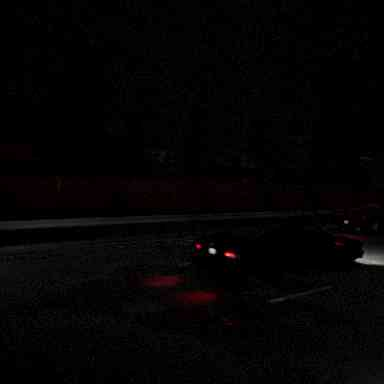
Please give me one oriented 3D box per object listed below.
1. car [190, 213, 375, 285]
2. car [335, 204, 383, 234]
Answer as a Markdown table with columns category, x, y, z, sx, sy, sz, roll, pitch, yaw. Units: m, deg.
| category | x | y | z | sx | sy | sz | roll | pitch | yaw |
| --- | --- | --- | --- | --- | --- | --- | --- | --- | --- |
| car | 2.558 | 1.459 | 9.238 | 5.357 | 1.411 | 2.033 | 1 | 1 | -34 |
| car | 9.978 | 1.406 | 18.478 | 5.008 | 1.535 | 1.882 | 0 | 1 | -34 |
